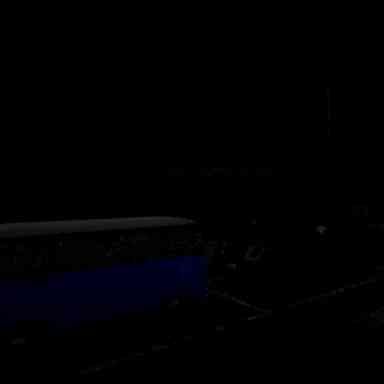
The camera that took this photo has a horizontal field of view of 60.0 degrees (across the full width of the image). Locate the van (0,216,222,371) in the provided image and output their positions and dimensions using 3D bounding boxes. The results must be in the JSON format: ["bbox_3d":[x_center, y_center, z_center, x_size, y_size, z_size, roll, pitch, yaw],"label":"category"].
[{"bbox_3d":[-1.644,1.330,5.373,3.998,1.788,1.690,0,0,-35],"label":"van"}]

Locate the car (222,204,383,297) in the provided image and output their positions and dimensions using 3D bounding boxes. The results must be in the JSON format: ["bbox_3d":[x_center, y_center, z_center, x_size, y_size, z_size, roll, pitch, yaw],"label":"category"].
[{"bbox_3d":[2.907,1.268,8.611,5.009,1.841,2.192,0,0,-35],"label":"car"}]
